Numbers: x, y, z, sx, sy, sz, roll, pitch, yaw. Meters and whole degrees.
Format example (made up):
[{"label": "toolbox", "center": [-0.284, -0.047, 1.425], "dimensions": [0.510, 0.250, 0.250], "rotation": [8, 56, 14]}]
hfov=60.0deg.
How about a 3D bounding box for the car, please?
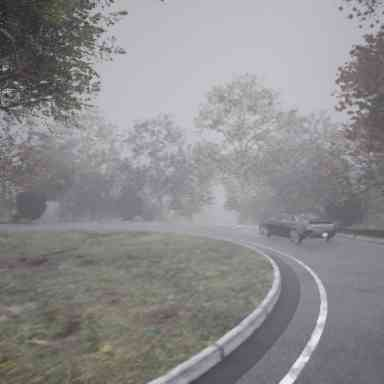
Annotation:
[{"label": "car", "center": [5.316, 1.789, 17.421], "dimensions": [2.128, 1.511, 4.902], "rotation": [0, -1, -17]}]
